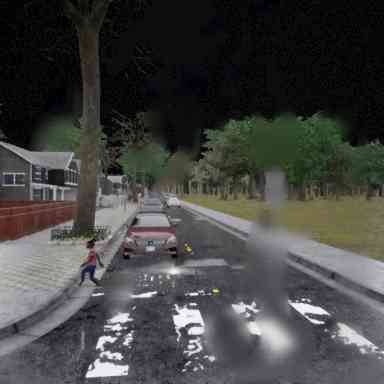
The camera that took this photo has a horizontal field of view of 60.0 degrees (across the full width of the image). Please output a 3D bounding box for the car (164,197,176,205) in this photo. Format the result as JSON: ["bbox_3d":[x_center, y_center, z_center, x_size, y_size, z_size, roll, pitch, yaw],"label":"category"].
[{"bbox_3d":[-3.827,1.552,57.436,1.895,1.301,4.718,0,0,-6],"label":"car"}]

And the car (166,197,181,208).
[{"bbox_3d":[-2.657,1.491,47.482,1.812,1.442,4.674,0,0,-6],"label":"car"}]

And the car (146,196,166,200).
[{"bbox_3d":[-3.879,1.333,32.613,2.097,1.767,4.553,0,0,-7],"label":"car"}]

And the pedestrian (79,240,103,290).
[{"bbox_3d":[-2.290,1.295,7.667,0.375,1.860,0.375,1,-1,-7],"label":"pedestrian"}]

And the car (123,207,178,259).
[{"bbox_3d":[-1.561,1.524,12.745,1.812,1.442,4.674,0,0,-6],"label":"car"}]

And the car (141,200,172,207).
[{"bbox_3d":[-2.686,1.538,22.398,2.033,1.411,5.357,0,0,-7],"label":"car"}]
